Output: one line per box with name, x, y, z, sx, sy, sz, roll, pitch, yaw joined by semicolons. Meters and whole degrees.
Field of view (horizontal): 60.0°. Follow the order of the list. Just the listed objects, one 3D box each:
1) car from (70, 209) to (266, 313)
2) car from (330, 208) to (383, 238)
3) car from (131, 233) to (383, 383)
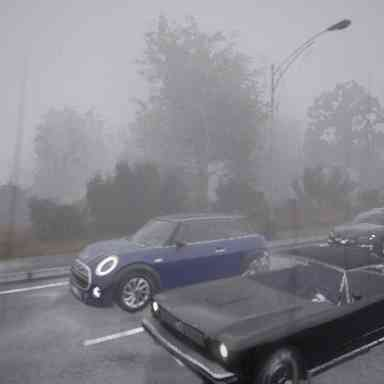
car;-0.379;1.326;7.712;4.553;1.767;2.097;0;0;-32
car;7.150;1.365;12.237;4.892;1.490;1.837;-1;1;-29
car;1.712;1.583;4.934;4.718;1.301;1.895;0;0;-33
